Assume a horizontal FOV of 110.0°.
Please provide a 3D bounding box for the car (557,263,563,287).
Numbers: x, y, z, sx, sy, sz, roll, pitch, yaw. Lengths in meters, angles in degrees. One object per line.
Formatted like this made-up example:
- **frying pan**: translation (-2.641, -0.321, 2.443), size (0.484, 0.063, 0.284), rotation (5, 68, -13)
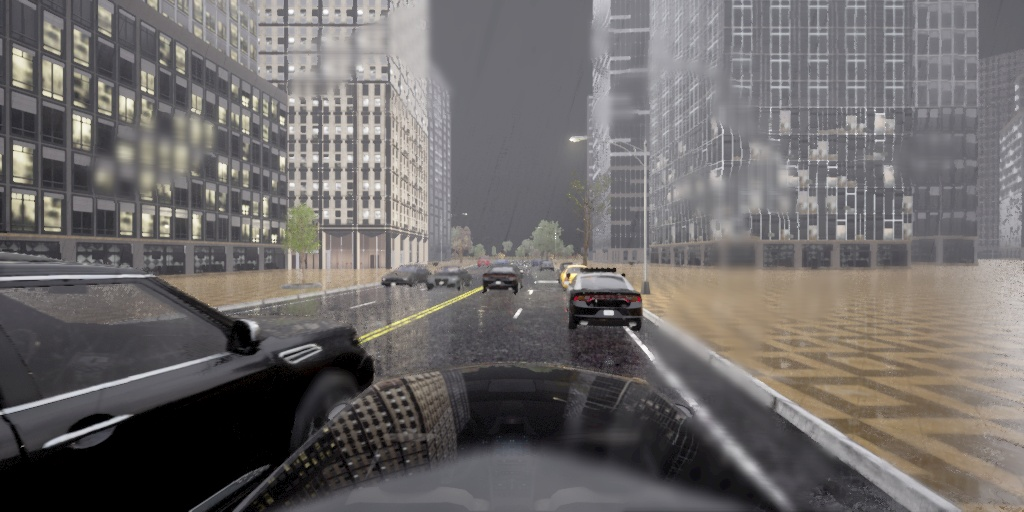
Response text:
- **car**: translation (3.842, 1.206, 21.440), size (1.801, 1.575, 5.366), rotation (0, 0, 6)

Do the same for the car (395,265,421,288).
- **car**: translation (-6.810, 1.297, 24.027), size (2.033, 1.411, 5.357), rotation (0, 0, 6)

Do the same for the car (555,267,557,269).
- **car**: translation (4.387, 1.256, 27.319), size (1.837, 1.490, 4.892), rotation (0, 0, 5)

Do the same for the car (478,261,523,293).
- **car**: translation (-0.429, 1.228, 20.669), size (1.882, 1.535, 5.008), rotation (0, 0, 6)

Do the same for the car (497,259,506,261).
- **car**: translation (-1.884, 1.249, 64.670), size (1.882, 1.535, 5.008), rotation (0, 0, 0)

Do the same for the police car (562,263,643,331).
- **police car**: translation (2.678, 1.175, 11.267), size (1.930, 1.638, 5.238), rotation (0, 0, 7)

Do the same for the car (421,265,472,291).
- **car**: translation (-3.760, 1.314, 22.015), size (1.994, 1.385, 4.181), rotation (0, 0, 6)

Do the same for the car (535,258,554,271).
- **car**: translation (4.680, 1.305, 48.731), size (2.033, 1.411, 5.357), rotation (0, 0, 1)

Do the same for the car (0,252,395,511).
- **car**: translation (-2.906, 0.974, 1.645), size (2.150, 2.045, 5.566), rotation (0, 0, 9)
